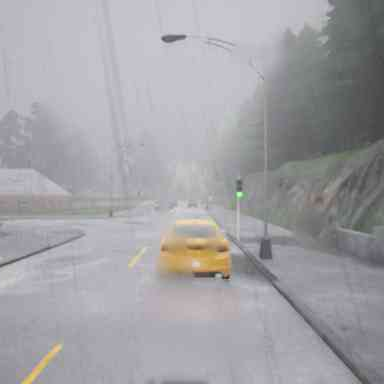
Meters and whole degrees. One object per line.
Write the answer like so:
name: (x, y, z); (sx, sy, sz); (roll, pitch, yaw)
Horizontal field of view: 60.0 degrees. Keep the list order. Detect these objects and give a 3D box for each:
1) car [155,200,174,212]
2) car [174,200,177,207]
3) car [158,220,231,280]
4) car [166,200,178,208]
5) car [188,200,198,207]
car: (-4.081, 1.930, 47.736); (2.097, 1.767, 4.553); (0, -1, 0)
car: (-4.060, 2.254, 57.051); (1.994, 1.385, 4.181); (0, -1, 0)
car: (0.077, 1.605, 10.415); (1.882, 1.535, 5.008); (0, -1, 0)
car: (-3.985, 2.375, 67.060); (1.994, 1.385, 4.181); (0, -1, 0)
car: (0.120, 2.358, 67.011); (2.033, 1.411, 5.357); (0, -1, 0)
